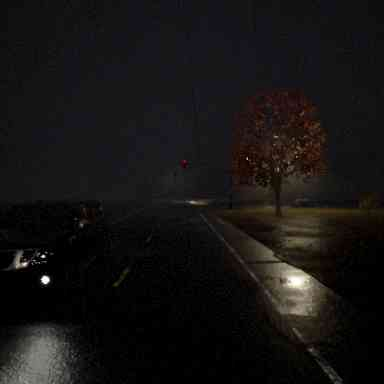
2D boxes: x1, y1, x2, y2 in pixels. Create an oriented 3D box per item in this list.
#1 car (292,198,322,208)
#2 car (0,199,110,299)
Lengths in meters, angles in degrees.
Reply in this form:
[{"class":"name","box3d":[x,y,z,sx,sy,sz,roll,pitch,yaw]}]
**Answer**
[{"class":"car","box3d":[16.932,1.635,49.206,4.181,1.385,1.994,0,1,-2]},{"class":"car","box3d":[-3.721,1.227,8.785,2.150,2.045,5.566,0,0,-1]}]
